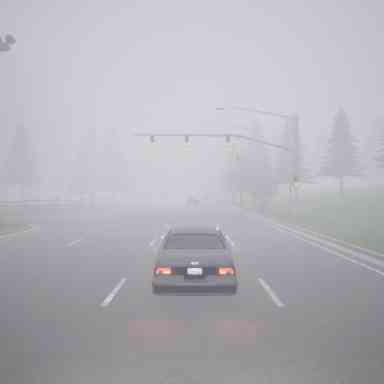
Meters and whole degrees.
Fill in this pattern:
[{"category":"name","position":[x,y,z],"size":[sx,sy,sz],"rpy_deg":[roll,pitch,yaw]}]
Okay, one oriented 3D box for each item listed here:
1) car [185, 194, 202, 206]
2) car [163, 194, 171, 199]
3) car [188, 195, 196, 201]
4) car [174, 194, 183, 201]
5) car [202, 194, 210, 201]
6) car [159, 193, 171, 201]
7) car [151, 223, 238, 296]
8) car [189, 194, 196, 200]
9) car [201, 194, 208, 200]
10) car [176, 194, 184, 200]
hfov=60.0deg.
[{"category":"car","position":[0.029,1.346,52.851],"size":[2.097,1.767,4.553],"rpy_deg":[0,0,0]},{"category":"car","position":[-6.944,1.374,93.918],"size":[1.994,1.385,4.181],"rpy_deg":[0,0,0]},{"category":"car","position":[0.050,1.522,83.494],"size":[2.033,1.411,5.357],"rpy_deg":[0,0,0]},{"category":"car","position":[-3.450,1.507,83.913],"size":[1.812,1.442,4.674],"rpy_deg":[0,0,0]},{"category":"car","position":[3.550,1.482,83.492],"size":[1.837,1.490,4.892],"rpy_deg":[0,0,0]},{"category":"car","position":[-6.950,1.207,83.528],"size":[2.150,2.045,5.566],"rpy_deg":[0,0,0]},{"category":"car","position":[0.072,1.546,8.812],"size":[2.033,1.411,5.357],"rpy_deg":[0,0,0]},{"category":"car","position":[0.056,1.300,93.914],"size":[1.882,1.535,5.008],"rpy_deg":[0,0,0]},{"category":"car","position":[3.556,1.300,93.912],"size":[1.882,1.535,5.008],"rpy_deg":[0,0,0]},{"category":"car","position":[-3.444,1.347,93.916],"size":[2.128,1.511,4.902],"rpy_deg":[0,0,0]}]
